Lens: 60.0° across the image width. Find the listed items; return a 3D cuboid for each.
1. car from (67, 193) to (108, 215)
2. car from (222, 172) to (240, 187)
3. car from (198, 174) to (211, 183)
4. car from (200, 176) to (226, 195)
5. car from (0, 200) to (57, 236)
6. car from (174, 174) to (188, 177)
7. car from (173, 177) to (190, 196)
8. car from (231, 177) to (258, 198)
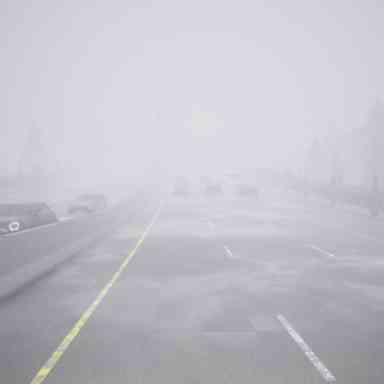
[{"bbox_3d":[-7.861,0.794,25.596,2.033,1.411,5.357,0,5,-2],"label":"car"},{"bbox_3d":[5.492,-1.845,46.457,2.150,2.045,5.566,0,7,-2],"label":"car"},{"bbox_3d":[2.012,-1.861,48.529,1.882,1.535,5.008,0,7,-2],"label":"car"},{"bbox_3d":[2.344,-0.570,38.254,1.882,1.535,5.008,0,7,-2],"label":"car"},{"bbox_3d":[-7.576,1.231,14.434,2.097,1.767,4.553,0,2,-2],"label":"car"},{"bbox_3d":[-1.532,-1.822,48.101,1.882,1.535,5.008,0,7,-1],"label":"car"},{"bbox_3d":[-1.199,-0.452,37.755,2.033,1.411,5.357,0,7,-1],"label":"car"},{"bbox_3d":[5.899,-0.336,36.468,1.882,1.535,5.008,0,7,-2],"label":"car"}]
